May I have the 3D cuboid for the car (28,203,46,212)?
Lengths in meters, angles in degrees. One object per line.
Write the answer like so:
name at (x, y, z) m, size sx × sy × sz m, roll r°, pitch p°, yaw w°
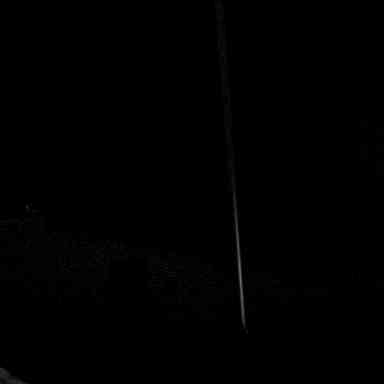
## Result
car at (-24.117, 2.384, 52.758) m, size 4.718 × 1.301 × 1.895 m, roll -5°, pitch -1°, yaw 39°
